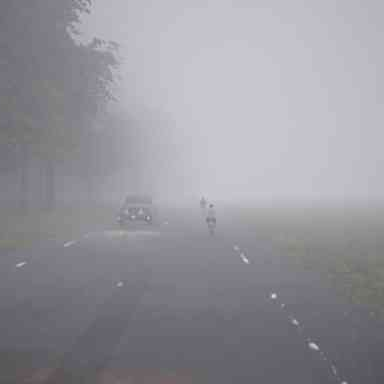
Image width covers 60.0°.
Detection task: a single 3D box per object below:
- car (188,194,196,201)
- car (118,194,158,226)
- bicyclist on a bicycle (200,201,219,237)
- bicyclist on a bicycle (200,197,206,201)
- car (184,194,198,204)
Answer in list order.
[{"bbox_3d":[-0.018,1.181,73.638,1.812,1.442,4.674,0,0,0],"label":"car"},{"bbox_3d":[-3.605,1.156,23.189,2.150,2.045,5.566,0,0,0],"label":"car"},{"bbox_3d":[0.972,1.396,16.735,0.866,1.612,1.509,0,0,0],"label":"bicyclist on a bicycle"},{"bbox_3d":[0.955,1.282,28.496,0.659,1.776,1.843,0,0,0],"label":"bicyclist on a bicycle"},{"bbox_3d":[0.087,1.317,55.659,2.033,1.411,5.357,0,0,0],"label":"car"}]
